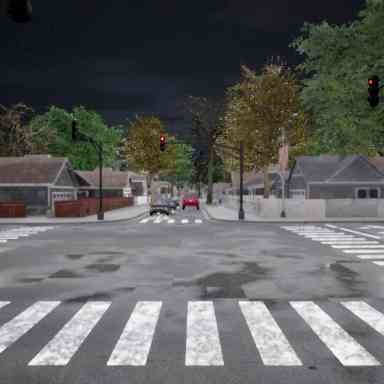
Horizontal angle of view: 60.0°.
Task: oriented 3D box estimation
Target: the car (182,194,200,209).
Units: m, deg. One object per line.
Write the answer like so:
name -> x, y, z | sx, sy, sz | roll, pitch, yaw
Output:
car -> -0.163, 1.247, 45.616 | 2.150, 2.045, 5.566 | 0, 0, 0

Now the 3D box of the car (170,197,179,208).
car -> -3.008, 1.587, 42.846 | 1.994, 1.385, 4.181 | 0, 0, 0

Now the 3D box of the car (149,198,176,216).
car -> -3.028, 1.562, 32.957 | 2.033, 1.411, 5.357 | 0, 0, 0

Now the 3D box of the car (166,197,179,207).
car -> -3.027, 1.560, 53.096 | 1.812, 1.442, 4.674 | 0, 0, 0
